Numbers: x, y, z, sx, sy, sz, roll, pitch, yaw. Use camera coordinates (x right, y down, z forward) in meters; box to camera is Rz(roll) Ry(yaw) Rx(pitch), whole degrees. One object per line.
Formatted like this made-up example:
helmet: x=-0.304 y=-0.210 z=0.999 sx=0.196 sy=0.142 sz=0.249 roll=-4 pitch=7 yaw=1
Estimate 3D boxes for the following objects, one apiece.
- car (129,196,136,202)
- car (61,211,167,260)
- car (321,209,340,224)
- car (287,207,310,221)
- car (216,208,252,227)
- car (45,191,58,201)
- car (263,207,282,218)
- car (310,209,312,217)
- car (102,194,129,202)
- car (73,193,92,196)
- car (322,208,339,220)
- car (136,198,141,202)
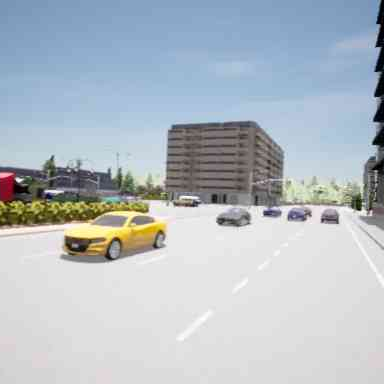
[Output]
car: x=-11.909 y=1.605 z=55.464 sx=3.905 sy=1.438 sz=1.784 roll=2 pitch=-1 yaw=23
car: x=-2.716 y=1.502 z=12.804 sx=1.882 sy=1.535 sz=5.008 roll=2 pitch=-1 yaw=23
car: x=15.331 y=2.698 z=36.906 sx=2.033 sy=1.411 sz=5.357 roll=2 pitch=-1 yaw=24
car: x=12.125 y=2.552 z=38.298 sx=1.812 sy=1.442 sz=4.674 roll=2 pitch=-1 yaw=24
car: x=3.629 y=2.053 z=27.675 sx=2.033 sy=1.411 sz=5.357 roll=2 pitch=-1 yaw=23
car: x=-35.997 y=0.669 z=81.531 sx=4.605 sy=1.855 sz=1.932 roll=2 pitch=-1 yaw=23
car: x=10.624 y=2.687 z=43.833 sx=1.895 sy=1.301 sz=4.718 roll=2 pitch=-1 yaw=23
car: x=16.338 y=2.873 z=48.291 sx=1.812 sy=1.442 sz=4.674 roll=2 pitch=-1 yaw=23
car: x=-12.923 y=1.315 z=52.987 sx=4.605 sy=1.855 sz=1.932 roll=2 pitch=-1 yaw=23
car: x=-22.290 y=1.360 z=69.438 sx=3.806 sy=1.475 sz=1.970 roll=2 pitch=-1 yaw=23
car: x=19.692 y=3.047 z=47.224 sx=1.994 sy=1.385 sz=4.181 roll=2 pitch=-1 yaw=23
car: x=-10.755 y=1.723 z=58.117 sx=3.806 sy=1.475 sz=1.970 roll=2 pitch=-1 yaw=23
